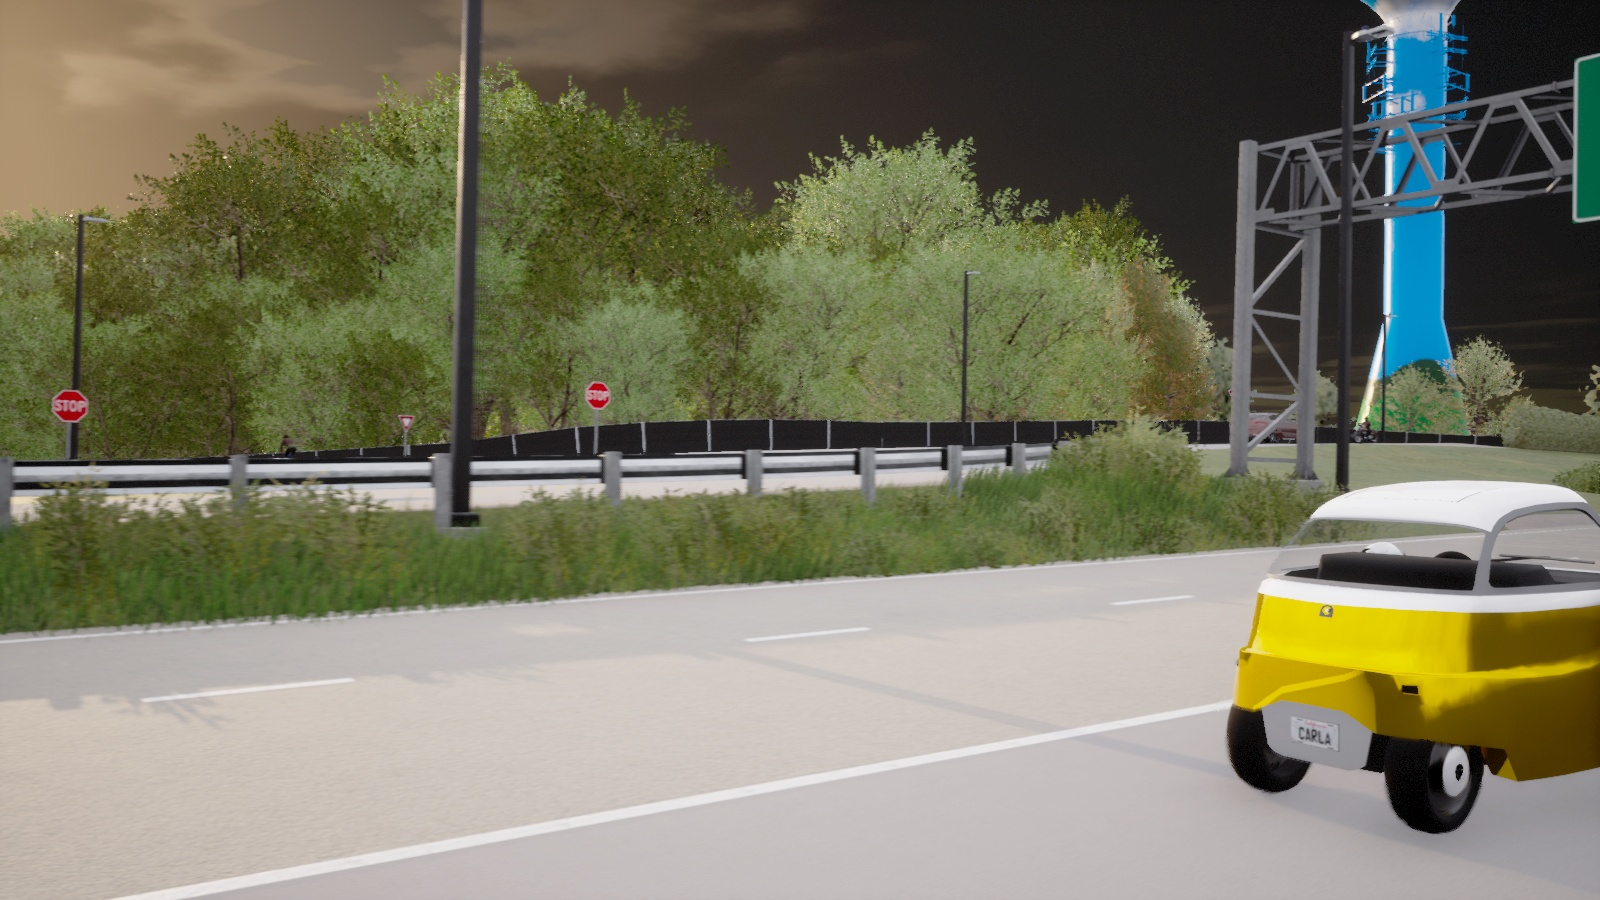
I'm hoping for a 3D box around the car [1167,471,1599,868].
[{"bbox_3d":[3.008,0.808,5.752,2.207,1.376,1.481,0,0,-35],"label":"car"}]

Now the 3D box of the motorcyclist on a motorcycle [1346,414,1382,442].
[{"bbox_3d":[34.092,-1.334,75.899,2.350,1.649,0.766,-1,0,-32],"label":"motorcyclist on a motorcycle"}]

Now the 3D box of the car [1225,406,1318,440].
[{"bbox_3d":[24.597,-1.373,65.460,5.027,1.651,2.152,0,0,-36],"label":"car"}]
